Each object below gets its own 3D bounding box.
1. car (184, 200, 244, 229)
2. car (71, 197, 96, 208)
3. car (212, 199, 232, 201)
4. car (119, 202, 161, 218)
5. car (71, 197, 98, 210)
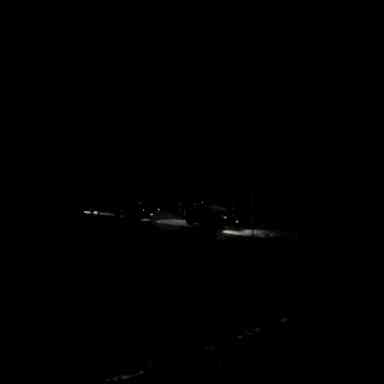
[{"bbox_3d":[1.263,1.481,21.503,1.812,1.442,4.674,1,-1,-37],"label":"car"},{"bbox_3d":[-15.479,1.486,47.391,1.812,1.442,4.674,1,-1,-40],"label":"car"},{"bbox_3d":[1.659,1.353,25.903,2.097,1.767,4.553,1,-1,-37],"label":"car"},{"bbox_3d":[-4.688,1.545,29.349,1.895,1.301,4.718,1,-1,-38],"label":"car"},{"bbox_3d":[-12.807,1.416,39.607,2.128,1.511,4.902,1,-1,-39],"label":"car"}]
